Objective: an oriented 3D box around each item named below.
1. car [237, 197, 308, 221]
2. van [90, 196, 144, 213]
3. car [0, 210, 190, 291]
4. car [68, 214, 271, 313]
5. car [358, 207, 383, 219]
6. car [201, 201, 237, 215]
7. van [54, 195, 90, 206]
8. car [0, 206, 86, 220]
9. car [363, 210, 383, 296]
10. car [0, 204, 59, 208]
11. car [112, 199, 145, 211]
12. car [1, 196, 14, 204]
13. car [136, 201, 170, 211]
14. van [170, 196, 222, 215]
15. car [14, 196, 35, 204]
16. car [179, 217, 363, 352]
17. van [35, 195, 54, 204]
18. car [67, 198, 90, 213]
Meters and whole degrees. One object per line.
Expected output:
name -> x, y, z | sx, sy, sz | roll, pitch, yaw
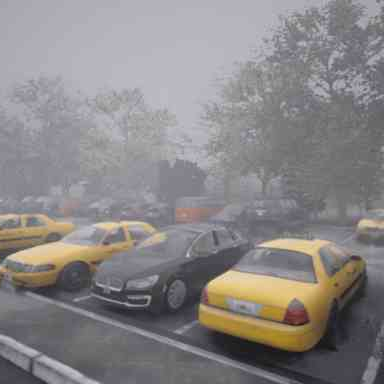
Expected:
car -> 5.288, 1.297, 20.362 | 2.435, 2.045, 5.566 | 0, 0, 36
van -> -6.006, 1.341, 28.341 | 1.878, 1.987, 4.442 | 0, 0, 35
car -> -2.517, 1.551, 9.600 | 1.946, 1.575, 5.366 | 0, 0, 36
car -> -0.154, 1.559, 8.131 | 2.231, 1.521, 4.892 | 0, 0, 36
car -> 9.654, 1.554, 16.947 | 1.946, 1.575, 5.366 | 0, 0, 36
car -> 3.008, 1.574, 21.936 | 2.163, 1.488, 4.792 | 0, 0, 36
van -> -10.380, 1.379, 31.775 | 1.878, 1.987, 4.442 | 0, 0, 36
car -> -7.117, 1.545, 12.919 | 1.946, 1.575, 5.366 | 0, 0, 36
car -> 4.363, 1.314, 4.900 | 2.435, 2.045, 5.566 | 0, 0, 36
car -> -9.052, 1.547, 14.772 | 1.946, 1.575, 5.366 | 0, 0, 36
car -> -3.693, 1.582, 26.842 | 2.163, 1.488, 4.792 | 0, 0, 36
car -> -17.203, 1.414, 36.520 | 2.435, 2.045, 5.566 | -1, 0, 36
car -> -1.552, 1.575, 25.297 | 2.163, 1.488, 4.792 | 0, 0, 36
van -> 0.746, 1.317, 23.747 | 1.878, 1.987, 4.442 | 0, 0, 36
car -> -14.957, 1.394, 34.899 | 2.435, 2.045, 5.566 | -1, 0, 36
car -> 2.203, 1.558, 6.652 | 1.946, 1.575, 5.366 | 0, 0, 36
van -> -12.763, 1.399, 33.206 | 1.878, 1.987, 4.442 | 0, 0, 36
car -> -8.197, 1.584, 30.063 | 2.097, 1.535, 5.008 | -1, 0, 36
